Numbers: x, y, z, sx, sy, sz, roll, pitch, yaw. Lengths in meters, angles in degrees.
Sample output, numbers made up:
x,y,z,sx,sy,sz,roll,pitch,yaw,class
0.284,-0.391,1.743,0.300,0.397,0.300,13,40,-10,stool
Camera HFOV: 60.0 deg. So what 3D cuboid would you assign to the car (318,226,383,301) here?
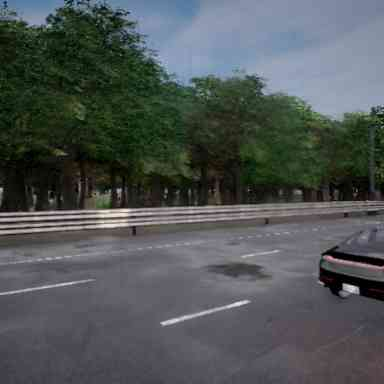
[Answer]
x,y,z,sx,sy,sz,roll,pitch,yaw,class
4.778,1.494,7.277,4.902,1.511,2.128,0,0,-35,car
